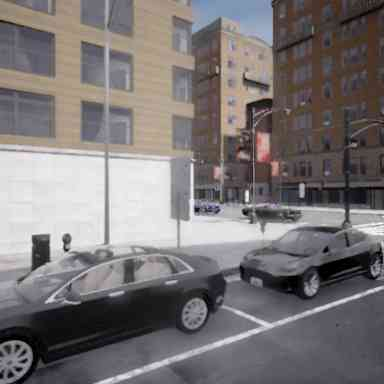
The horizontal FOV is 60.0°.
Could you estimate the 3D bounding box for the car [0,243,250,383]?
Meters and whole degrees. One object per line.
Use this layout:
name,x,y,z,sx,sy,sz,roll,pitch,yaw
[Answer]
car,-1.437,1.552,5.163,4.403,1.369,2.008,0,0,-36

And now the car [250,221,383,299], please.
car,3.172,1.570,8.452,4.313,1.339,1.947,0,0,-36

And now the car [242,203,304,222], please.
car,6.091,1.534,25.433,1.895,1.301,4.718,0,0,-35

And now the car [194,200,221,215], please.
car,0.757,1.492,32.842,1.895,1.301,4.718,0,0,-36
